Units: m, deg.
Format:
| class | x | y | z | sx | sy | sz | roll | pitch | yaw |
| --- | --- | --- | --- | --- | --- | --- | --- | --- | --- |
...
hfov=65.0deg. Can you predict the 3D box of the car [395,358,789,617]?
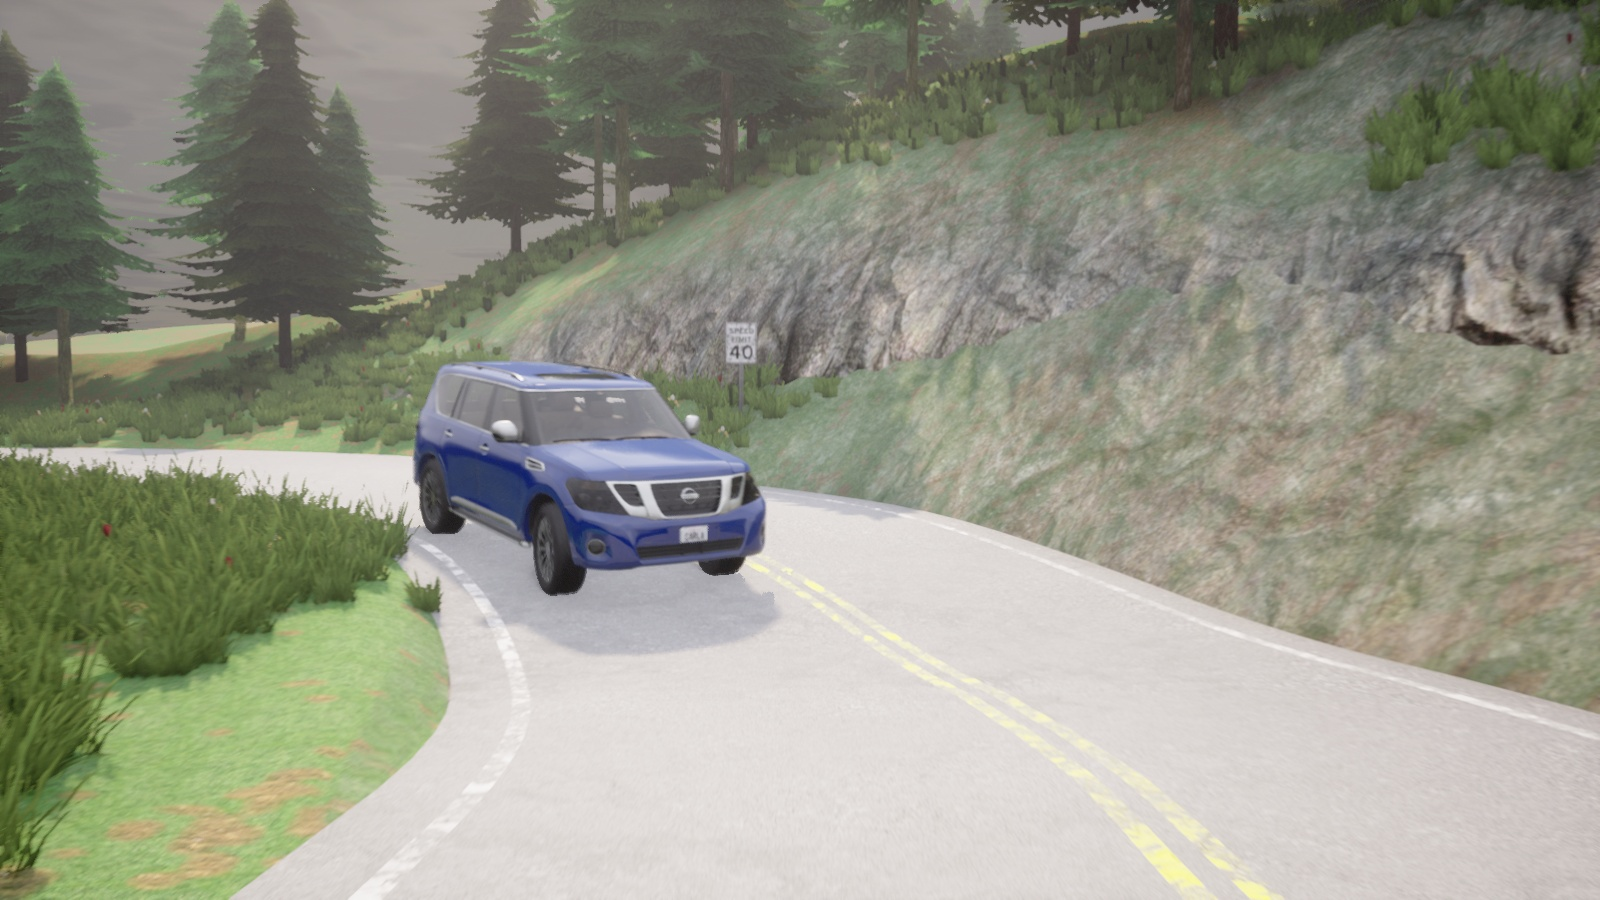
| class | x | y | z | sx | sy | sz | roll | pitch | yaw |
| --- | --- | --- | --- | --- | --- | --- | --- | --- | --- |
| car | -2.613 | 0.142 | 14.207 | 2.150 | 2.045 | 5.566 | -3 | 8 | -35 |
